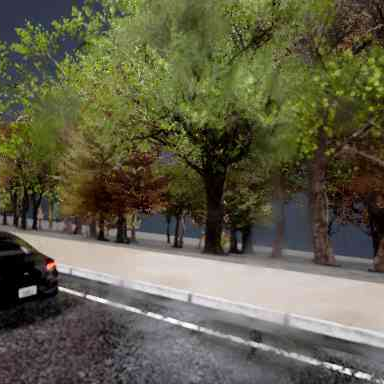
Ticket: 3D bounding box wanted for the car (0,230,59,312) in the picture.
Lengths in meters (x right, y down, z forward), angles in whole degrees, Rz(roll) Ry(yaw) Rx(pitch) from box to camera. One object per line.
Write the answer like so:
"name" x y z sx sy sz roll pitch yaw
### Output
"car" -4.662 1.523 6.969 4.674 1.442 1.812 0 0 35
